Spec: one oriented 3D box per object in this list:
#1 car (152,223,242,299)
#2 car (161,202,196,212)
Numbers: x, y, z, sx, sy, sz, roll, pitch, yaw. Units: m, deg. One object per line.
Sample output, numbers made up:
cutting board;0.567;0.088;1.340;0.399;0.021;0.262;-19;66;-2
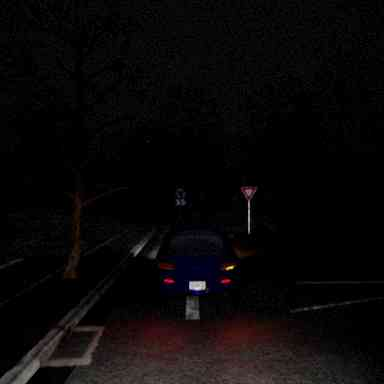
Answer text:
car;0.104;1.512;8.314;1.812;1.442;4.674;0;0;0
car;-1.962;1.869;42.315;4.718;1.301;1.895;-1;-2;26
